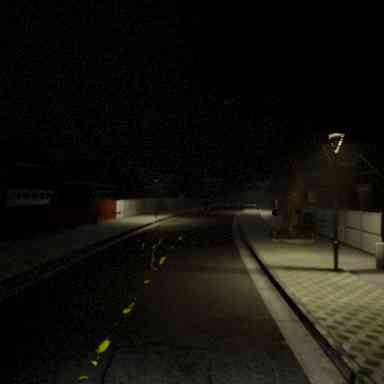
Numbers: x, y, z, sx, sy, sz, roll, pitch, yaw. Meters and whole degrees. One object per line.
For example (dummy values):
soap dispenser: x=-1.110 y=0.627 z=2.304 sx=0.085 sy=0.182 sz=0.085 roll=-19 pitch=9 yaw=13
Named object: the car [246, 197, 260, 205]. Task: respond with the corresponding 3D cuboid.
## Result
car: x=14.184 y=2.021 z=77.275 sx=2.097 sy=1.767 sz=4.553 roll=0 pitch=-1 yaw=28
